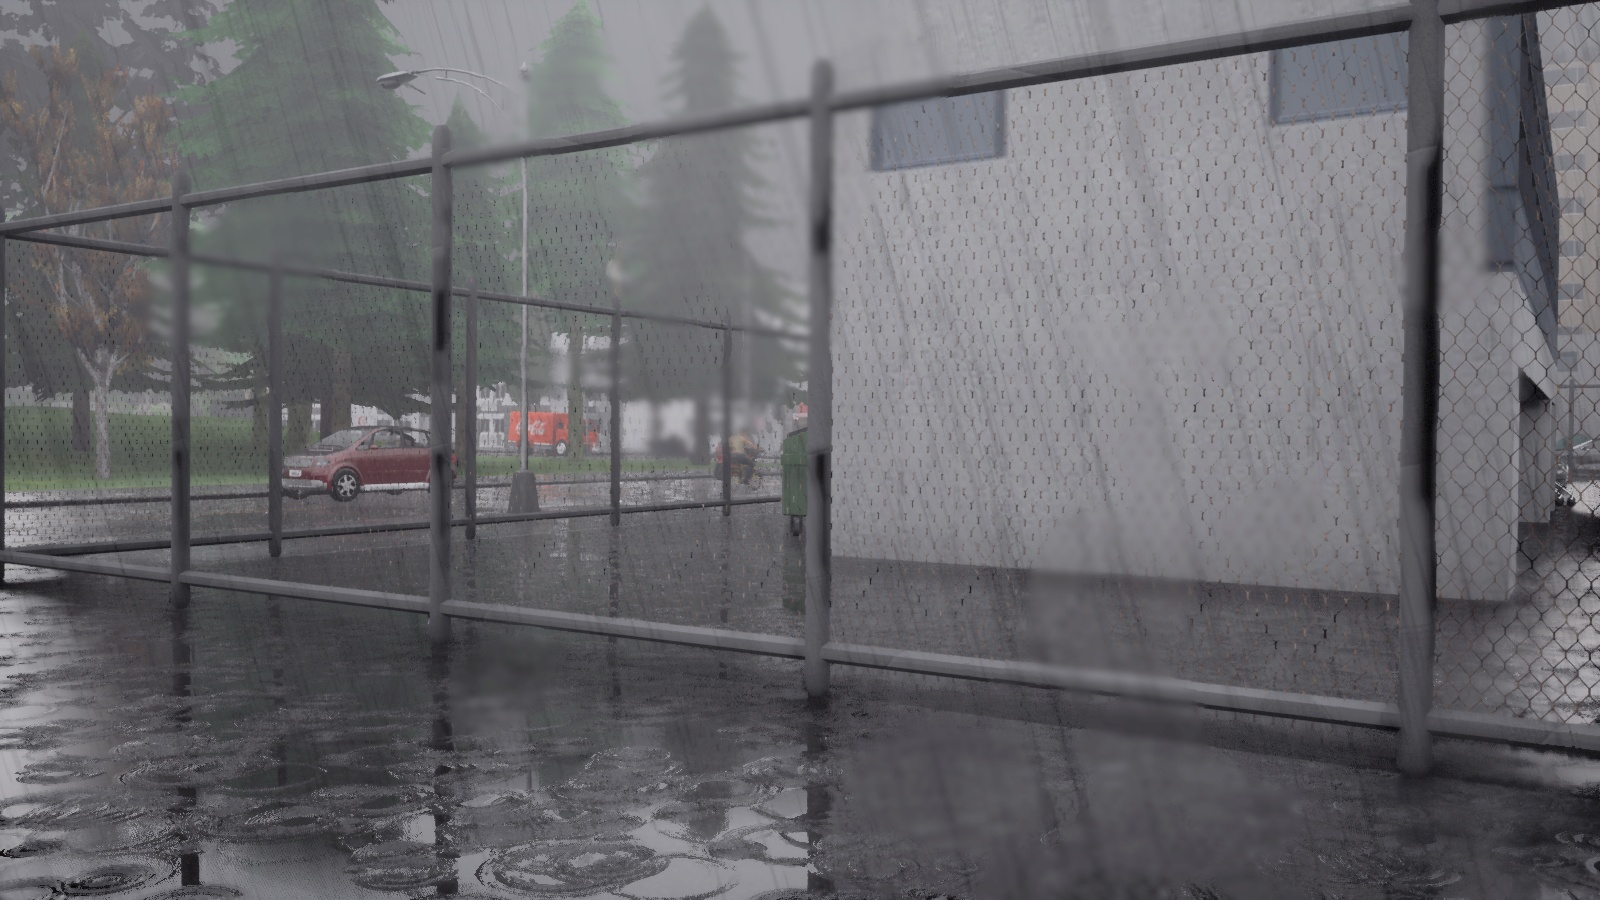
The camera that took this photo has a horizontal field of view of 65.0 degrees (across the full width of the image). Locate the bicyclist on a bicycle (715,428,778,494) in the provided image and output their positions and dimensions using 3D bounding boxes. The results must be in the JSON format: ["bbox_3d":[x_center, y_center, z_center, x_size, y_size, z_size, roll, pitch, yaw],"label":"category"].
[{"bbox_3d":[-1.332,0.250,31.493,0.866,1.612,1.509,0,1,32],"label":"bicyclist on a bicycle"}]

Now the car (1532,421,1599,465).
[{"bbox_3d":[30.844,-0.274,48.059,4.856,1.649,2.033,0,1,32],"label":"car"}]

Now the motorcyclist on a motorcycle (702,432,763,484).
[{"bbox_3d":[-2.014,0.214,37.944,0.797,1.523,2.044,0,1,32],"label":"motorcyclist on a motorcycle"}]

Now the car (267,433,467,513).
[{"bbox_3d":[-9.109,0.428,26.664,1.789,1.549,3.705,0,1,32],"label":"car"}]

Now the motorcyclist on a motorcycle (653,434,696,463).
[{"bbox_3d":[-6.692,-0.086,66.887,2.191,1.530,0.866,0,1,33],"label":"motorcyclist on a motorcycle"}]

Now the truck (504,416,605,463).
[{"bbox_3d":[-13.965,-0.635,71.437,5.204,2.467,2.627,3,2,32],"label":"truck"}]
